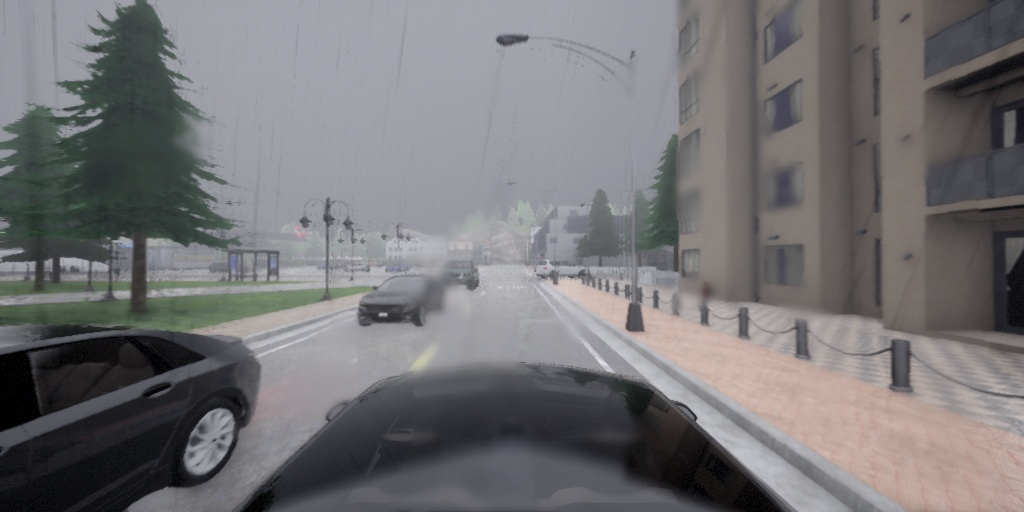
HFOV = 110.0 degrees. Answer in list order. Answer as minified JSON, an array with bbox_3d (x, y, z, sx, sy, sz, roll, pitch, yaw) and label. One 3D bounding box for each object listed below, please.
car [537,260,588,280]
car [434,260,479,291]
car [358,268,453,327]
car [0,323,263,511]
[{"bbox_3d":[5.249,1.415,37.150,5.566,2.045,2.150,1,-2,-23],"label":"car"},{"bbox_3d":[-3.520,1.260,24.846,2.150,2.045,5.566,0,-1,0],"label":"car"},{"bbox_3d":[-3.533,1.360,12.384,1.882,1.535,5.008,0,0,1],"label":"car"},{"bbox_3d":[-3.600,1.256,1.851,1.837,1.490,4.892,0,-1,0],"label":"car"}]
